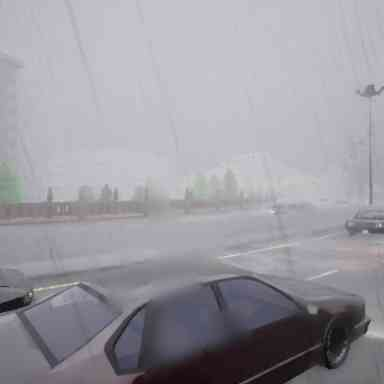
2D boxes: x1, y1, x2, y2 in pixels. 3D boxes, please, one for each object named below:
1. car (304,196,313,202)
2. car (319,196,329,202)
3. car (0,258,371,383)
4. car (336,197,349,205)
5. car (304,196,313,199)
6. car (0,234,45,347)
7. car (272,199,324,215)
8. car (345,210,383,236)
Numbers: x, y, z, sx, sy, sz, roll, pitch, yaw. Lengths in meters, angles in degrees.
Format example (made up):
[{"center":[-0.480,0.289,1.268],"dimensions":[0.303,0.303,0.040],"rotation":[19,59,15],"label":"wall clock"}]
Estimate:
[{"center":[28.489,1.650,81.206],"dimensions":[1.812,1.442,4.674],"rotation":[-1,0,23],"label":"car"},{"center":[30.675,1.566,77.400],"dimensions":[1.882,1.535,5.008],"rotation":[-1,0,23],"label":"car"},{"center":[-0.004,1.553,3.903],"dimensions":[5.357,1.411,2.033],"rotation":[0,0,-37],"label":"car"},{"center":[27.286,1.560,60.493],"dimensions":[1.812,1.442,4.674],"rotation":[-1,0,23],"label":"car"},{"center":[12.998,1.569,39.004],"dimensions":[1.812,1.442,4.674],"rotation":[0,0,32],"label":"car"},{"center":[-5.088,1.579,4.508],"dimensions":[5.357,1.411,2.033],"rotation":[0,0,-35],"label":"car"},{"center":[8.347,1.565,26.547],"dimensions":[2.033,1.411,5.357],"rotation":[0,0,40],"label":"car"},{"center":[9.728,1.580,17.335],"dimensions":[1.895,1.301,4.718],"rotation":[0,0,44],"label":"car"}]
